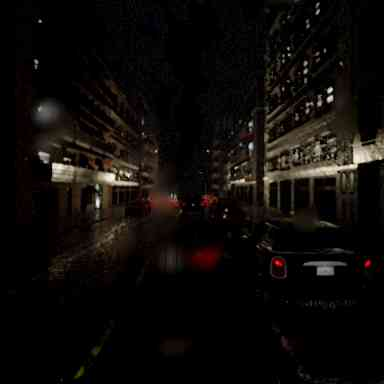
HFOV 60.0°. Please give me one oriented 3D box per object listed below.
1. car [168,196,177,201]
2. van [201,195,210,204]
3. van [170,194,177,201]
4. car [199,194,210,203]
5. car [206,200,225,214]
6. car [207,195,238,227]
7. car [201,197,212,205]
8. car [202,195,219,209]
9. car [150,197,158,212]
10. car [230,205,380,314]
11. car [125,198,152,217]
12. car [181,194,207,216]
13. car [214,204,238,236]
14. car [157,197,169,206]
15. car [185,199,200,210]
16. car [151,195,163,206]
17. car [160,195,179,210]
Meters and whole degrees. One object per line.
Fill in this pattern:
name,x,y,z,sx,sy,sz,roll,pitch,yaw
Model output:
car,-5.222,1.713,88.438,2.008,1.369,4.403,-1,0,0
van,2.629,1.458,65.798,1.690,1.788,3.998,-1,0,0
van,-5.218,1.514,94.089,1.690,1.788,3.998,-1,0,0
car,2.636,1.442,71.463,2.192,1.841,5.009,-1,0,0
car,2.600,1.646,37.476,1.802,1.307,4.206,-1,0,0
car,2.583,1.359,26.148,2.192,1.841,5.009,-1,0,0
car,2.626,1.688,60.134,1.802,1.307,4.206,-1,0,0
car,2.609,1.400,48.805,2.192,1.841,5.009,-1,0,0
car,-5.281,1.611,37.576,1.887,1.381,4.507,-1,0,0
car,2.271,1.364,7.783,2.097,1.767,4.553,0,0,0
car,-5.287,1.601,31.925,1.887,1.381,4.507,-1,0,0
car,0.106,1.277,33.390,2.150,2.045,5.566,0,0,0
car,2.580,1.616,20.483,1.802,1.307,4.206,-1,0,0
car,-5.255,1.634,60.011,1.752,1.417,4.829,-1,0,0
car,0.070,1.643,45.035,1.994,1.385,4.181,0,0,1
car,-5.271,1.403,48.879,2.192,1.841,5.009,-1,0,0
car,-2.715,1.555,43.961,1.882,1.535,5.008,0,0,0
